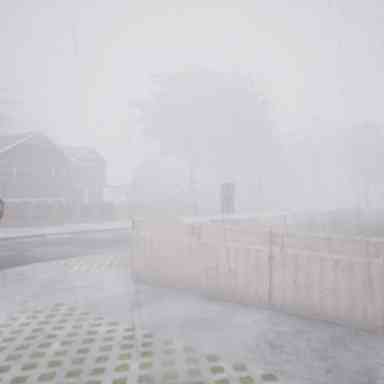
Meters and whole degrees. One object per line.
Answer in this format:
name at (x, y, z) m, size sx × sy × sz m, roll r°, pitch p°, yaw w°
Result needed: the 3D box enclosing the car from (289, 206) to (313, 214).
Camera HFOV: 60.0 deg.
car at (15.199, 2.596, 46.074) m, size 2.033 × 1.411 × 5.357 m, roll 1°, pitch -1°, yaw 36°
